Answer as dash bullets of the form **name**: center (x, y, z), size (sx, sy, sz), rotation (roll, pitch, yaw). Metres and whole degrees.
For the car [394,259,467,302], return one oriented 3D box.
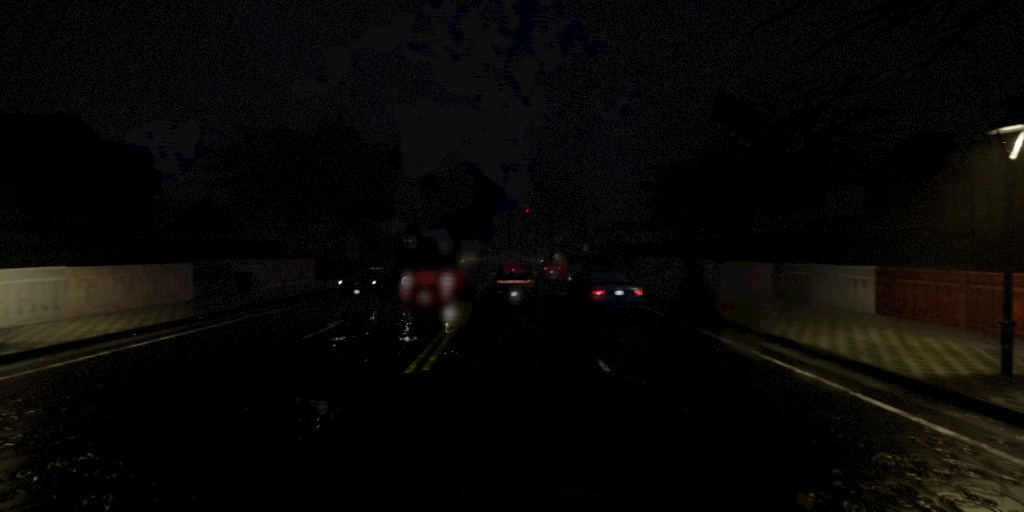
- **car**: center (-3.292, 0.947, 15.828), size (2.097, 1.767, 4.553), rotation (0, 1, 0)

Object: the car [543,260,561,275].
- **car**: center (3.327, 1.031, 30.879), size (1.895, 1.301, 4.718), rotation (0, 1, 0)

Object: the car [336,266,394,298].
- **car**: center (-6.527, 1.180, 17.307), size (1.895, 1.301, 4.718), rotation (0, 1, 0)

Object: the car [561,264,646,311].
- **car**: center (3.346, 1.167, 13.667), size (2.033, 1.411, 5.357), rotation (0, 1, 0)

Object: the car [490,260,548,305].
- **car**: center (0.099, 1.097, 14.970), size (2.128, 1.511, 4.902), rotation (0, 1, 0)

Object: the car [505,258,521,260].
- **car**: center (0.089, 0.904, 31.140), size (1.882, 1.535, 5.008), rotation (0, 0, 0)
